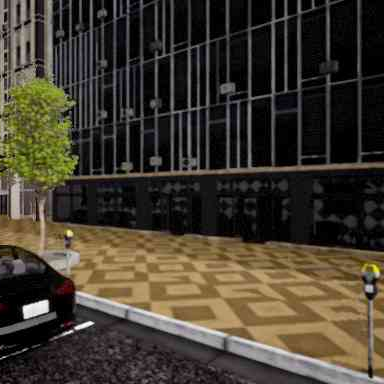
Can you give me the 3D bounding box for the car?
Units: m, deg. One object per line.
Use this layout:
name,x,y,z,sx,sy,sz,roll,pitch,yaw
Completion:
car,-3.719,1.557,5.532,4.313,1.339,1.947,0,0,36
